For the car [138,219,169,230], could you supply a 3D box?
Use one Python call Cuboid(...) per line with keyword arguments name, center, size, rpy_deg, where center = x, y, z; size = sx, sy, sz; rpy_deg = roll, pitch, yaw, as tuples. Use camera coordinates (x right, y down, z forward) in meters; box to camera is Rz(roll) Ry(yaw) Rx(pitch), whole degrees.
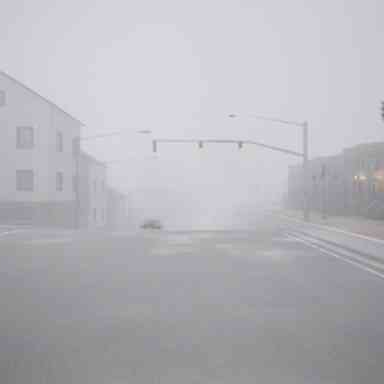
Cuboid(name="car", center=(-3.481, 3.171, 29.664), size=(2.033, 1.411, 5.357), rpy_deg=(-1, -13, 0))
